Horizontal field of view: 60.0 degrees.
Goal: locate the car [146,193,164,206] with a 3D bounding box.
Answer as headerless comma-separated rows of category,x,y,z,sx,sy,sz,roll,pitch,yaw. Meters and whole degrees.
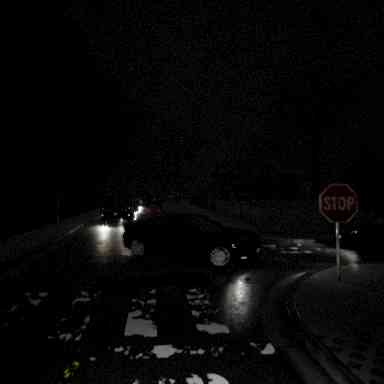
car,-5.484,1.166,47.928,2.150,2.045,5.566,0,0,-6

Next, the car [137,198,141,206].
car,-7.373,1.427,39.386,1.837,1.490,4.892,0,0,-7

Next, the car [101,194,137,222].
car,-5.670,1.165,25.898,2.150,2.045,5.566,0,0,-7

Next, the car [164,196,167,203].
car,-6.346,1.502,68.454,1.882,1.535,5.008,0,0,2

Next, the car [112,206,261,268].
car,-0.130,1.490,11.494,5.008,1.535,1.882,1,2,31

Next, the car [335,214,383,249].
car,8.851,1.723,14.902,4.674,1.442,1.812,1,-3,-4
